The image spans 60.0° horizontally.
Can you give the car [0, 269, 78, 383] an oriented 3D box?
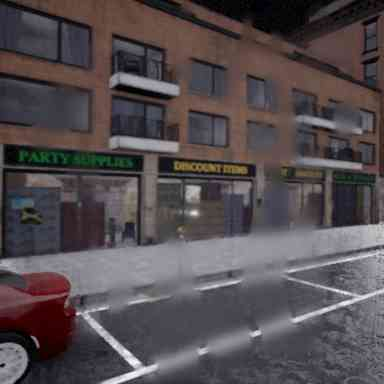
[{"bbox_3d":[-3.625,1.535,3.624,4.507,1.381,1.887,1,0,-35],"label":"car"}]
